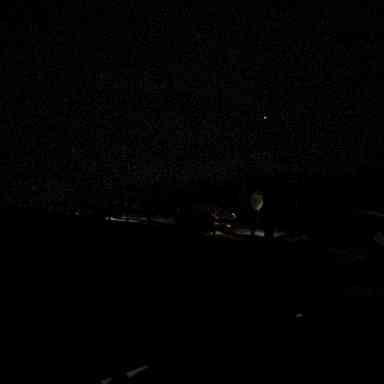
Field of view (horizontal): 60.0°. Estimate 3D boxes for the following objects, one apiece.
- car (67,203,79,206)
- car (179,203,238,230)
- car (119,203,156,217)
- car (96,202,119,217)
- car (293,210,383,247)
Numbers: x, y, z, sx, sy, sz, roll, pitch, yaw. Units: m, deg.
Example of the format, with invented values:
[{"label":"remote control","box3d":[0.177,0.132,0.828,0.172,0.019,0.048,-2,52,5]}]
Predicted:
[{"label":"car","box3d":[-18.603,1.868,49.995,2.033,1.411,5.357,1,-1,-36]},{"label":"car","box3d":[0.979,1.541,22.434,2.097,1.767,4.553,1,-1,-36]},{"label":"car","box3d":[-5.731,1.912,36.692,2.128,1.511,4.902,0,-1,-35]},{"label":"car","box3d":[-9.171,1.911,36.621,2.128,1.511,4.902,1,-1,-35]},{"label":"car","box3d":[7.245,1.570,15.423,5.008,1.535,1.882,-1,2,36]}]
